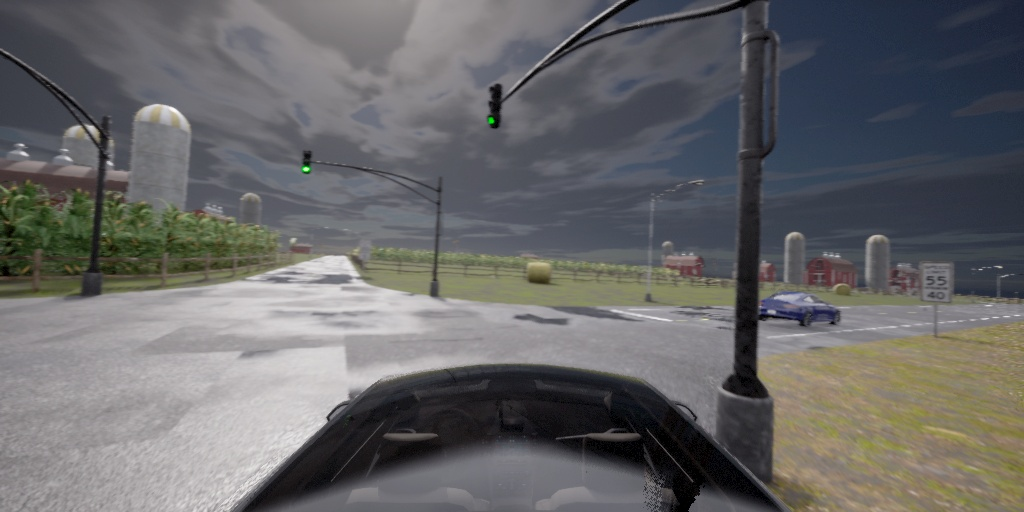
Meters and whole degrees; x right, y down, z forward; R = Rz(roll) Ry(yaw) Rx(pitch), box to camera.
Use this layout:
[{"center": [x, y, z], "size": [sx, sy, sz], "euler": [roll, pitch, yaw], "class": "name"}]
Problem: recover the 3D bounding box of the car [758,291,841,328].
[{"center": [13.022, 2.362, 16.341], "size": [4.674, 1.442, 1.812], "euler": [4, -2, -29], "class": "car"}]
